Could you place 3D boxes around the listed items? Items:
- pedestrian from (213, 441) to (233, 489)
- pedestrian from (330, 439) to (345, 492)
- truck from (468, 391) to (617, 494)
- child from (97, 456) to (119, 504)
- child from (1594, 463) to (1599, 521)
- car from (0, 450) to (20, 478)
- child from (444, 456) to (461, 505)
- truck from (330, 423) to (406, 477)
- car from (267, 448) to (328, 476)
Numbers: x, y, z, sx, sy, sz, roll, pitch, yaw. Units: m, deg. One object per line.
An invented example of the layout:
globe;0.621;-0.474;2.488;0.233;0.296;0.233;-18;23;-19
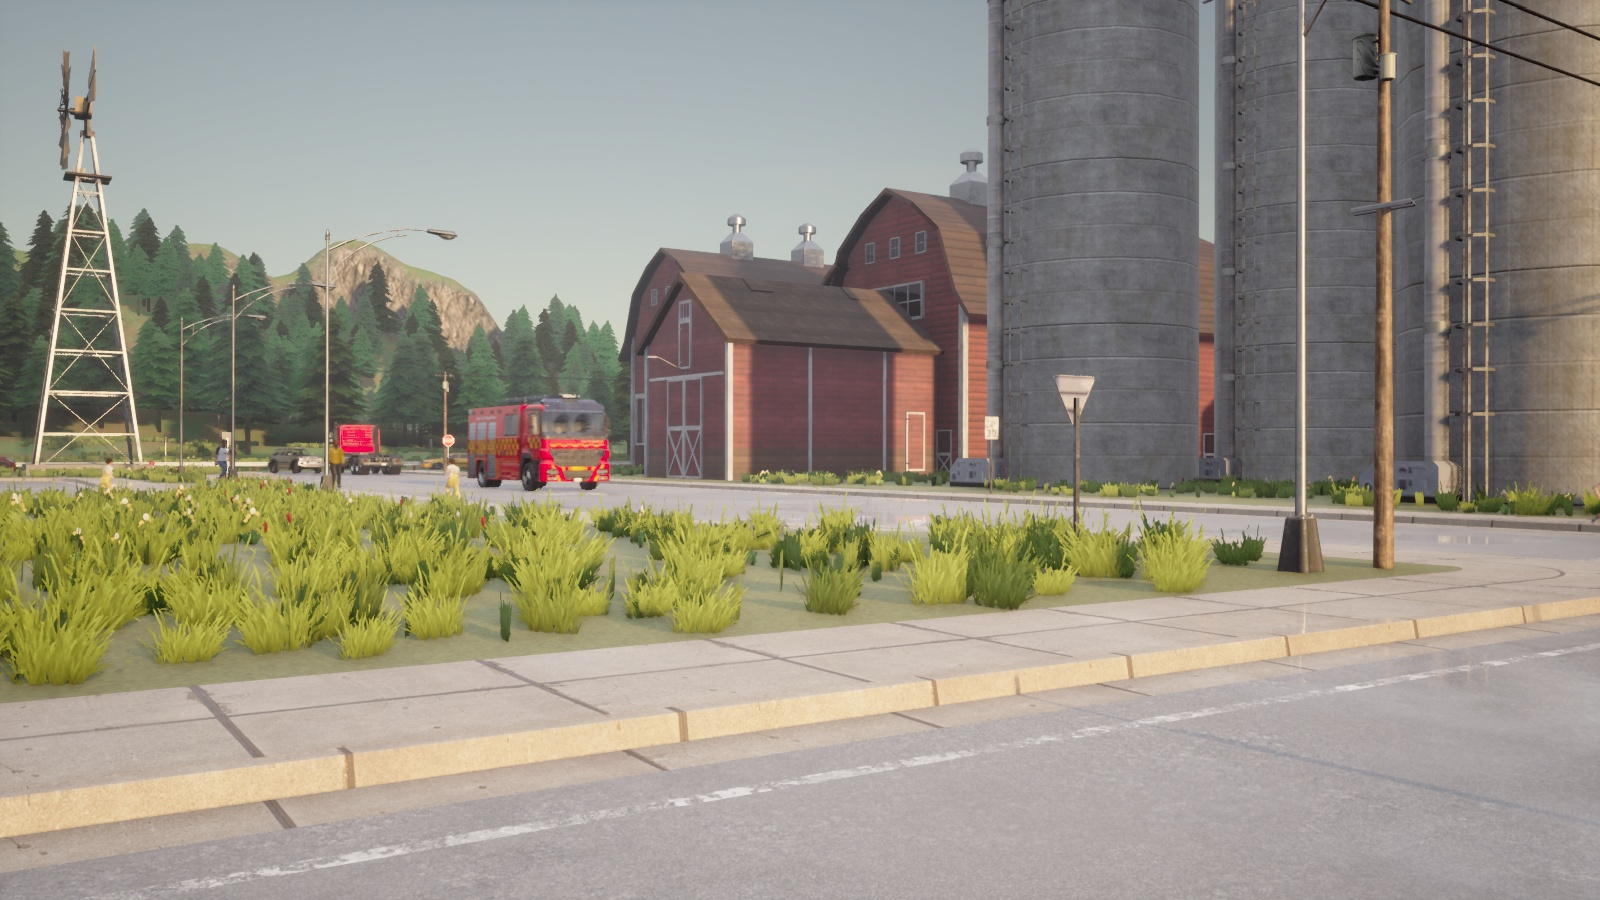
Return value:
pedestrian;-22.329;0.567;48.618;0.706;1.836;0.354;0;0;30
pedestrian;-16.427;0.544;44.563;0.370;1.835;0.726;0;0;-30
truck;-10.615;-0.273;50.982;2.891;3.827;8.468;0;0;-34
child;-18.483;0.801;33.540;0.270;1.263;0.437;0;0;22
child;15.492;0.806;24.068;0.255;1.110;0.394;0;0;-30
car;-53.156;0.915;81.229;4.553;1.767;2.097;0;0;-33
child;-9.034;0.779;32.614;0.270;1.263;0.437;0;0;-39
truck;-29.192;0.032;84.678;2.891;3.462;7.936;0;0;-34
car;-34.277;0.843;85.545;4.605;1.855;1.932;0;-1;41
